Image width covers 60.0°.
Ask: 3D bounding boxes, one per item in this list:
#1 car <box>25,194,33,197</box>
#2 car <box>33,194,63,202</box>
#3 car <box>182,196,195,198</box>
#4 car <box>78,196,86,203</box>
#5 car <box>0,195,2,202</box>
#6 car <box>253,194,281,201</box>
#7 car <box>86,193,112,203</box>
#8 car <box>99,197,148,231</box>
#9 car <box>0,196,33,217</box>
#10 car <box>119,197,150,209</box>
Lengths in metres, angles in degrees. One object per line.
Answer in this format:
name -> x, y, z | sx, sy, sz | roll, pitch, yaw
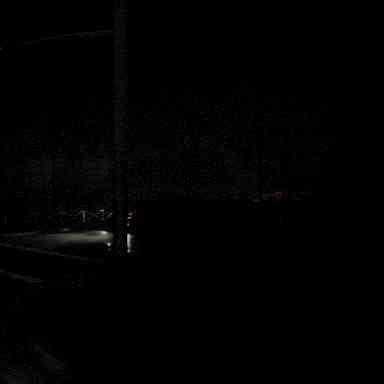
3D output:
car -> -34.363, 1.232, 71.233 | 1.970, 1.475, 3.806 | 0, 0, 35
car -> -28.940, 1.154, 67.787 | 2.152, 1.636, 5.027 | 0, 0, 35
car -> -0.805, 1.374, 48.194 | 1.845, 1.501, 3.633 | 0, 0, 35
car -> -18.500, 1.077, 60.391 | 1.905, 1.878, 3.866 | 0, 0, 35
car -> -41.427, 1.298, 67.598 | 2.007, 1.523, 4.514 | 0, 0, 35
car -> 8.393, 1.221, 37.074 | 2.150, 2.045, 5.566 | 0, 0, 35
car -> -15.890, 1.097, 59.048 | 1.932, 1.855, 4.605 | 0, 0, 35
car -> -3.087, 1.352, 20.594 | 2.097, 1.767, 4.553 | 0, 0, 35
car -> -15.847, 1.340, 26.945 | 2.007, 1.523, 4.514 | 0, 0, 35
car -> -7.527, 1.384, 43.861 | 1.970, 1.475, 3.806 | 0, 0, 35
